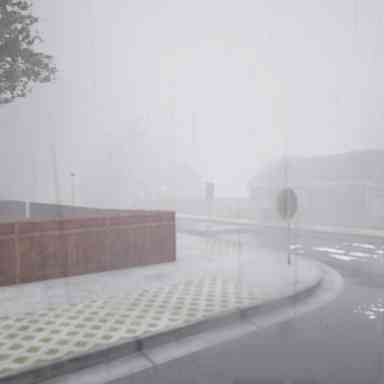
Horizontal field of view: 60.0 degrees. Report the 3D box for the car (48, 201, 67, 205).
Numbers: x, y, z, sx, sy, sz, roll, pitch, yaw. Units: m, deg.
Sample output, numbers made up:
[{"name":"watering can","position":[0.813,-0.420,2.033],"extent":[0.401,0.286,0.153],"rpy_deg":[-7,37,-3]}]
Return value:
[{"name":"car","position":[-19.014,1.925,46.588],"extent":[1.895,1.301,4.718],"rpy_deg":[0,0,-36]}]
